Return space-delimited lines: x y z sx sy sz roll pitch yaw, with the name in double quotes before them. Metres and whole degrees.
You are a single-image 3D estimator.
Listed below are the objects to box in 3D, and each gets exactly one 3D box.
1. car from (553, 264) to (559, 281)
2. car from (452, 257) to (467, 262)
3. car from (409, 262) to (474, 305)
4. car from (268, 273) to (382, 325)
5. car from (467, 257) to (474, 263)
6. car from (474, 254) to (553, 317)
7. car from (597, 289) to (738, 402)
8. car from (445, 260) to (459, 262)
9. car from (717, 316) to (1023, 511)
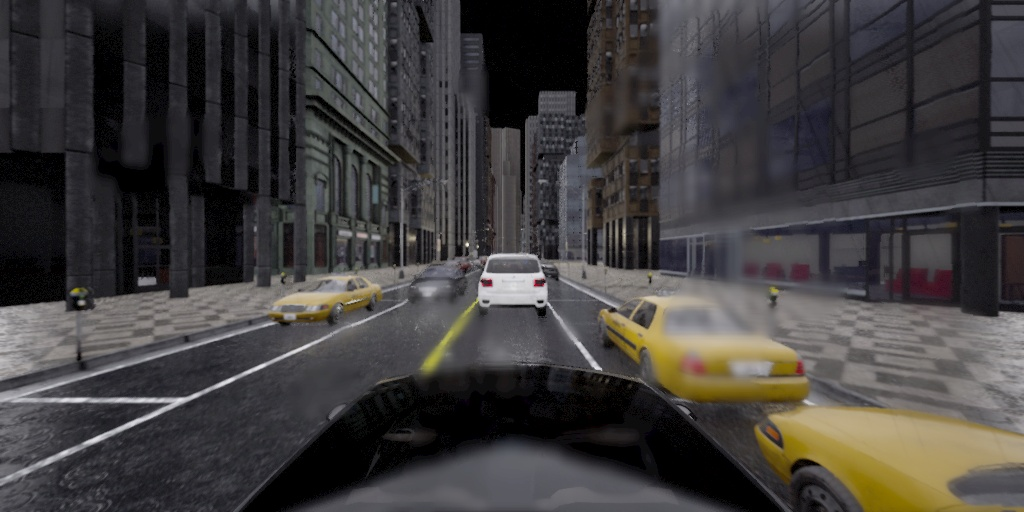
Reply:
"car" 2.761 1.242 28.716 2.007 1.370 4.403 0 0 0
"car" -5.765 1.121 34.320 1.967 1.591 4.097 0 0 0
"car" -3.098 1.209 15.875 2.128 1.511 4.902 0 0 0
"car" -5.764 1.250 11.712 1.751 1.417 4.829 0 0 0
"car" -5.765 0.985 39.930 2.192 1.841 5.009 0 0 0
"car" 0.026 0.944 13.149 2.150 2.045 5.566 0 0 0
"car" 2.762 1.263 6.451 1.751 1.417 4.829 0 0 0
"car" -5.764 1.258 28.710 1.948 1.339 4.313 0 0 0
"car" 2.762 1.278 0.842 1.751 1.417 4.829 0 0 0
